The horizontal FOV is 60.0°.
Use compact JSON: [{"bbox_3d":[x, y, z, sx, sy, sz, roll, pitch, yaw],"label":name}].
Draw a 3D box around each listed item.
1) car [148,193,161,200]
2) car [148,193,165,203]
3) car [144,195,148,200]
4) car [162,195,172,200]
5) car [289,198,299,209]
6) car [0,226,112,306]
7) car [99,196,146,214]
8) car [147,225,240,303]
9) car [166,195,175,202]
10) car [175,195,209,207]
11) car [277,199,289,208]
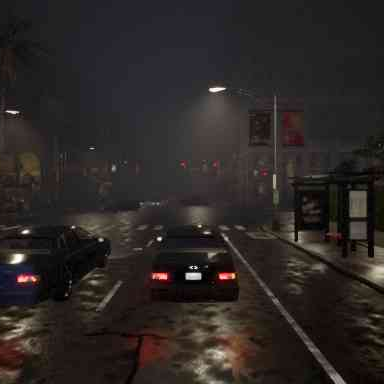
[{"bbox_3d":[-10.343,1.225,91.194,2.150,2.045,5.566,0,0,9],"label":"car"},{"bbox_3d":[-7.524,1.553,70.521,1.994,1.385,4.181,0,0,0],"label":"car"},{"bbox_3d":[-11.024,1.553,70.475,1.994,1.385,4.181,0,0,0],"label":"car"},{"bbox_3d":[-6.822,1.500,91.012,1.837,1.490,4.892,0,0,9],"label":"car"},{"bbox_3d":[16.009,1.478,44.088,5.008,1.535,1.882,0,0,-1],"label":"car"},{"bbox_3d":[-3.477,1.547,8.249,2.033,1.411,5.357,0,0,0],"label":"car"},{"bbox_3d":[-7.669,1.491,35.534,2.128,1.511,4.902,0,0,35],"label":"car"},{"bbox_3d":[0.023,1.547,8.435,2.033,1.411,5.357,0,0,0],"label":"car"},{"bbox_3d":[-4.054,1.478,74.378,1.882,1.535,5.008,0,0,0],"label":"car"},{"bbox_3d":[0.244,1.351,50.781,4.553,1.767,2.097,0,0,31],"label":"car"},{"bbox_3d":[14.651,1.547,47.623,5.357,1.411,2.033,0,0,0],"label":"car"}]
